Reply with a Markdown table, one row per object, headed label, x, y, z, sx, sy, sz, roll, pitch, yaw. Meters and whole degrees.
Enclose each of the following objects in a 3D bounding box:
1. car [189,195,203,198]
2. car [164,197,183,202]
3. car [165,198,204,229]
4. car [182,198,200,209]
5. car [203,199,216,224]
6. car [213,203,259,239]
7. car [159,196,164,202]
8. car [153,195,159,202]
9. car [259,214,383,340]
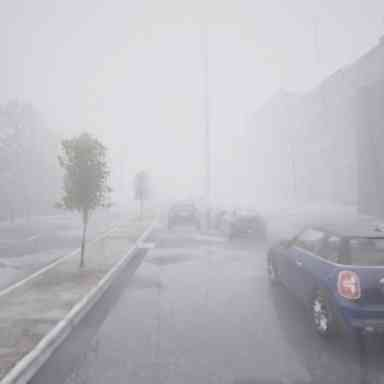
| label | x | y | z | sx | sy | sz | roll | pitch | yaw |
| --- | --- | --- | --- | --- | --- | --- | --- | --- | --- |
| car | 0.454 | 1.491 | 45.714 | 2.435 | 2.045 | 5.566 | 0 | 0 | -7 |
| car | -2.095 | 1.731 | 41.490 | 2.128 | 1.511 | 4.902 | 0 | 0 | -6 |
| car | -0.604 | 1.502 | 22.980 | 2.097 | 1.767 | 4.553 | 0 | 0 | -3 |
| car | -0.254 | 1.757 | 51.216 | 2.231 | 1.521 | 4.892 | 0 | 0 | -7 |
| car | 2.041 | 1.670 | 29.062 | 2.097 | 1.535 | 5.008 | 0 | 0 | -3 |
| car | 2.656 | 1.604 | 17.948 | 2.231 | 1.521 | 4.892 | 0 | 0 | -2 |
| car | -5.853 | 1.802 | 80.052 | 2.163 | 1.488 | 4.792 | 0 | 0 | -13 |
| car | -8.335 | 1.764 | 89.324 | 2.097 | 1.535 | 5.008 | 0 | 0 | -15 |
| car | 3.003 | 1.404 | 6.809 | 2.185 | 1.767 | 4.553 | 0 | 0 | -1 |
